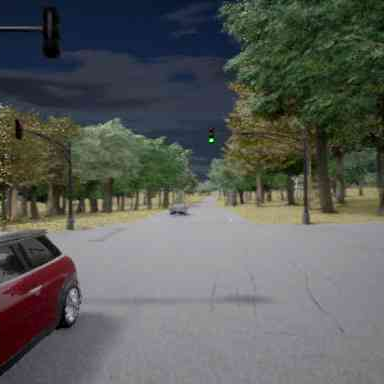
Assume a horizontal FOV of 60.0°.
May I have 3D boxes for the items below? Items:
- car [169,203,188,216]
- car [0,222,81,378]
[{"bbox_3d":[-1.456,2.025,38.421,2.033,1.411,5.357,-1,-1,3],"label":"car"},{"bbox_3d":[-3.118,1.382,3.999,2.097,1.767,4.553,-1,0,3],"label":"car"}]
